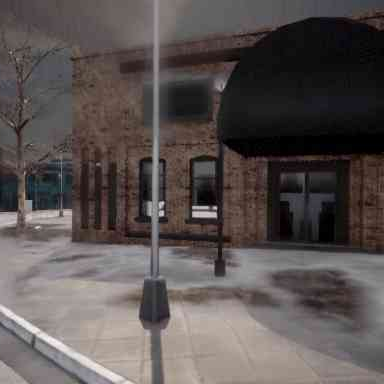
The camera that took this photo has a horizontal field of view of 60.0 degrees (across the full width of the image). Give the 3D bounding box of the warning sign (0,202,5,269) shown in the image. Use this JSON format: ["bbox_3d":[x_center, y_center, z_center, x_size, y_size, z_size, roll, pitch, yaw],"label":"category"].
[{"bbox_3d":[-6.159,1.212,9.439,1.300,1.860,1.060,2,-1,-39],"label":"warning sign"}]
